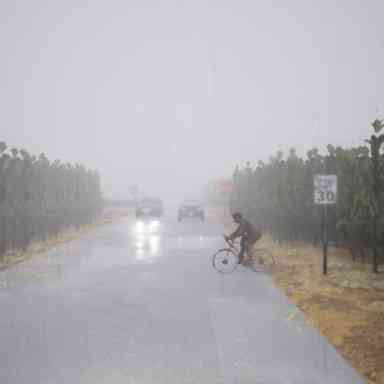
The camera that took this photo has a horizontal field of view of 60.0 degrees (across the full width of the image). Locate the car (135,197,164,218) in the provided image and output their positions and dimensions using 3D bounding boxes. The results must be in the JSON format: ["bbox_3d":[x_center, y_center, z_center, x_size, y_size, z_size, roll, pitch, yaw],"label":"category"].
[{"bbox_3d":[-3.292,1.202,26.420,2.128,1.511,4.902,0,0,0],"label":"car"}]

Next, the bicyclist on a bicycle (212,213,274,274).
[{"bbox_3d":[1.357,1.374,8.791,1.656,1.620,0.582,0,0,0],"label":"bicyclist on a bicycle"}]

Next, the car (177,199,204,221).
[{"bbox_3d":[-0.074,1.254,24.206,1.812,1.442,4.674,0,1,0],"label":"car"}]
